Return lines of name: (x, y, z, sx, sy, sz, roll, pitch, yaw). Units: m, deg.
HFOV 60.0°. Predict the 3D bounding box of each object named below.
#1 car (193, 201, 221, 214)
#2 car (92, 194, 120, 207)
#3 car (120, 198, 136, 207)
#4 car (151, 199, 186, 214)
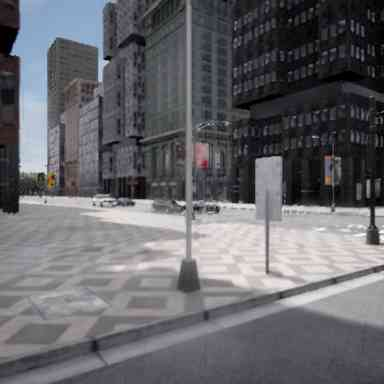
car: (1.064, 1.635, 35.978, 1.895, 1.301, 4.718, 0, 0, -35)
car: (-13.493, 1.367, 51.056, 2.150, 2.045, 5.566, 0, 0, -35)
car: (-10.859, 1.596, 52.960, 2.033, 1.411, 5.357, 0, 0, -35)
car: (-2.693, 1.537, 35.662, 1.837, 1.490, 4.892, 0, 0, -35)
